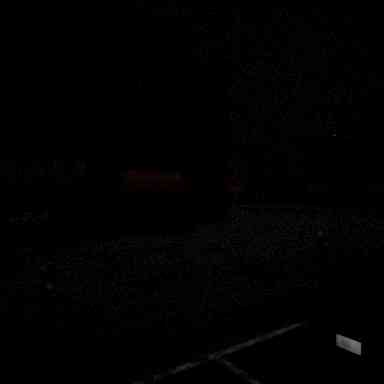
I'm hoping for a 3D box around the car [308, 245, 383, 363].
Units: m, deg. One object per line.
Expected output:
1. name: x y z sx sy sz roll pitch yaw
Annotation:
1. car: 3.765 1.561 5.489 4.313 1.339 1.947 0 1 -36
